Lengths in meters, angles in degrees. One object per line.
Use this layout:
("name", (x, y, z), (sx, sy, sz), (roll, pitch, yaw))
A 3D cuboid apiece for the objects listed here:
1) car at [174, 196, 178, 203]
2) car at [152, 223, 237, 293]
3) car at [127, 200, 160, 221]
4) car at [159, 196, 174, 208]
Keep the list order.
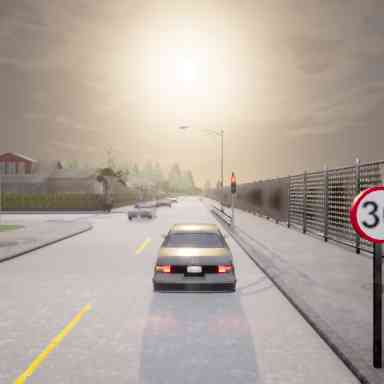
("car", (-3.892, 1.548, 67.350), (2.033, 1.411, 5.357), (0, 0, 1))
("car", (0.070, 1.547, 8.967), (2.033, 1.411, 5.357), (0, 0, 1))
("car", (-4.051, 1.601, 27.548), (1.895, 1.301, 4.718), (0, 0, 0))
("car", (-4.008, 1.563, 47.837), (1.994, 1.385, 4.181), (0, 0, 0))
